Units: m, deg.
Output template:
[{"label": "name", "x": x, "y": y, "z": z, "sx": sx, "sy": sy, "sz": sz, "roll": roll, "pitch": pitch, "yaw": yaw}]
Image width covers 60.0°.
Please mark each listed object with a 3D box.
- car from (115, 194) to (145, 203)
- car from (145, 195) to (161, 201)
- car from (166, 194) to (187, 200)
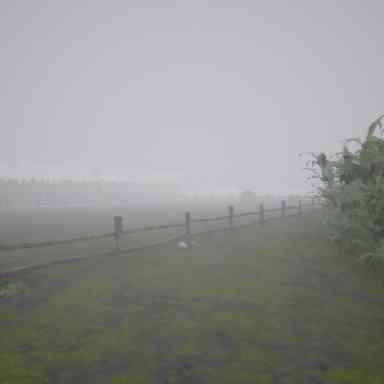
[{"label": "car", "x": -11.029, "y": 1.056, "z": 57.014, "sx": 2.128, "sy": 1.511, "sz": 4.902, "roll": -1, "pitch": 0, "yaw": 36}, {"label": "car", "x": -8.308, "y": 1.171, "z": 65.650, "sx": 1.895, "sy": 1.301, "sz": 4.718, "roll": -1, "pitch": 0, "yaw": 35}, {"label": "car", "x": -3.143, "y": 1.043, "z": 68.198, "sx": 1.895, "sy": 1.301, "sz": 4.718, "roll": -1, "pitch": 0, "yaw": 35}]
